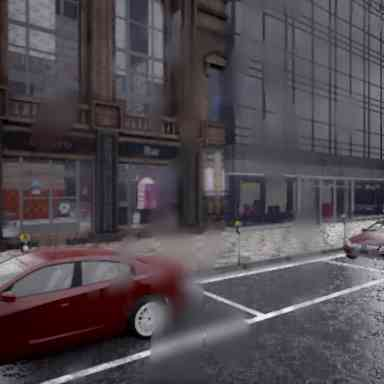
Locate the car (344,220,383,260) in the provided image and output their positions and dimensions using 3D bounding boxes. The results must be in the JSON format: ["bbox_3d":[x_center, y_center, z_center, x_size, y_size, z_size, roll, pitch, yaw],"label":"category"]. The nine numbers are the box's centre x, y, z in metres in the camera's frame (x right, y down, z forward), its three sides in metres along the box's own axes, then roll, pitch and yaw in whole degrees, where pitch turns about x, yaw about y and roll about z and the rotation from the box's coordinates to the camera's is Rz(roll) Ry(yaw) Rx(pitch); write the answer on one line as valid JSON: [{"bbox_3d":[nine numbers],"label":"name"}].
[{"bbox_3d":[7.024,1.637,11.549,4.206,1.307,1.802,0,-1,-36],"label":"car"}]

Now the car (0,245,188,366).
[{"bbox_3d":[-2.174,1.550,4.988,4.507,1.381,1.887,0,-1,-36],"label":"car"}]
